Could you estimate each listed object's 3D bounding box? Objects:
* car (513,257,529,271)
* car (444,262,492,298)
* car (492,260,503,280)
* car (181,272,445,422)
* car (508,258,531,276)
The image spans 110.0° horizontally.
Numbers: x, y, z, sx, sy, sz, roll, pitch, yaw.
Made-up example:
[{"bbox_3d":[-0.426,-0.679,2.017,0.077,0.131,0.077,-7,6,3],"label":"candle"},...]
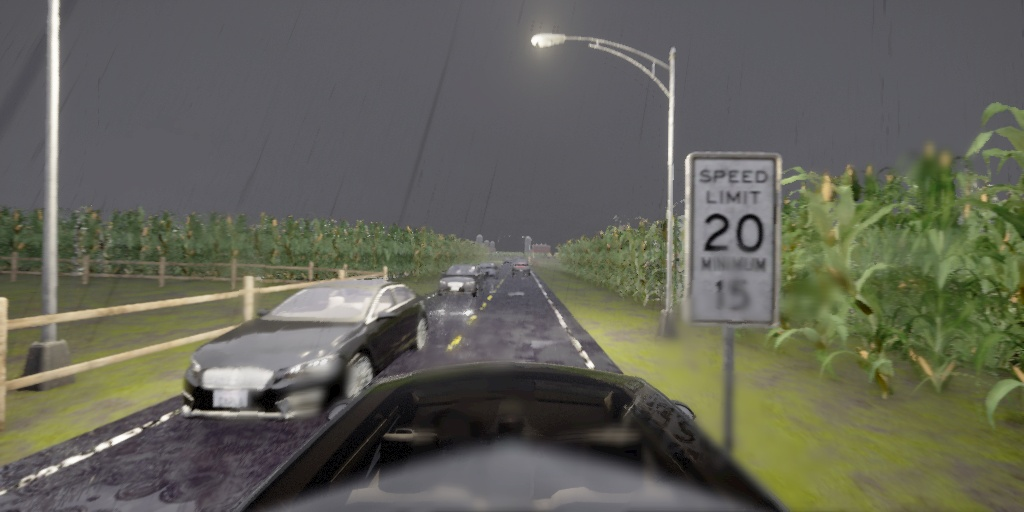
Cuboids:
[{"bbox_3d":[1.277,1.054,50.051,2.097,1.767,4.553,1,0,1],"label":"car"},{"bbox_3d":[-2.468,1.184,18.419,2.128,1.511,4.902,1,0,2],"label":"car"},{"bbox_3d":[-2.118,1.247,30.857,1.994,1.385,4.181,1,0,2],"label":"car"},{"bbox_3d":[-2.787,1.192,6.092,2.128,1.511,4.902,1,0,1],"label":"car"},{"bbox_3d":[0.959,1.216,37.356,2.128,1.511,4.902,1,0,1],"label":"car"}]
